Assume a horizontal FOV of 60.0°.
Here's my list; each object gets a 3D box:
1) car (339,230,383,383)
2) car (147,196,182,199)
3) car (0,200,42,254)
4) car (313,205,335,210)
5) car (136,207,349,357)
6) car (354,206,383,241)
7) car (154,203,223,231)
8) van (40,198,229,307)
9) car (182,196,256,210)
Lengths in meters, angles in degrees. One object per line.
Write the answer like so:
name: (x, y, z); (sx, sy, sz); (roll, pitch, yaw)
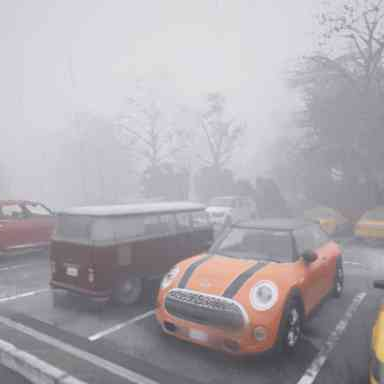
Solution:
car: (3.634, 1.475, 4.499); (1.946, 1.575, 5.366); (0, 0, 35)
car: (-2.292, 1.352, 23.845); (2.435, 2.045, 5.566); (-1, -1, 35)
car: (-6.177, 1.295, 11.666); (2.435, 2.045, 5.566); (-1, 0, 35)
car: (6.985, 1.488, 17.599); (1.946, 1.575, 5.366); (0, 0, 35)
car: (1.373, 1.355, 6.357); (2.185, 1.767, 4.553); (0, 0, 35)
car: (9.160, 1.479, 16.066); (1.946, 1.575, 5.366); (0, 0, 35)
car: (-0.088, 1.567, 22.334); (2.231, 1.521, 4.892); (-1, -1, 35)
van: (-1.061, 1.270, 8.176); (1.878, 1.987, 4.442); (0, 0, 35)
car: (2.187, 1.280, 20.719); (2.435, 2.045, 5.566); (-1, -1, 35)
